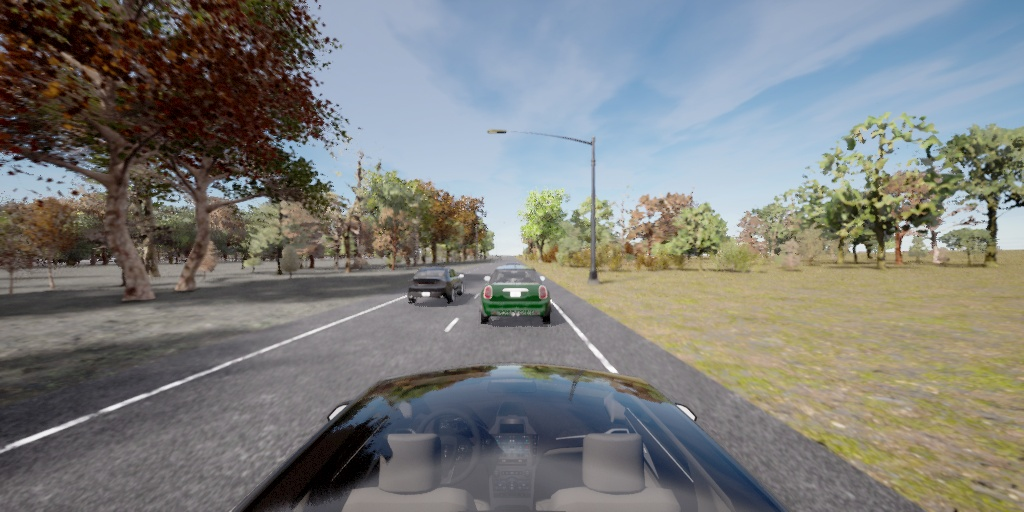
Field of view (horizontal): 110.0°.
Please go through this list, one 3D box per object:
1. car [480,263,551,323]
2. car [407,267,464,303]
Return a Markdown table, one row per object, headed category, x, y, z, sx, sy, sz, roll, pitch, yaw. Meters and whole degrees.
| category | x | y | z | sx | sy | sz | roll | pitch | yaw |
| --- | --- | --- | --- | --- | --- | --- | --- | --- | --- |
| car | 0.100 | 1.104 | 12.277 | 2.097 | 1.767 | 4.553 | 0 | 0 | 0 |
| car | -3.398 | 1.258 | 16.559 | 1.837 | 1.490 | 4.892 | 0 | 0 | 0 |
